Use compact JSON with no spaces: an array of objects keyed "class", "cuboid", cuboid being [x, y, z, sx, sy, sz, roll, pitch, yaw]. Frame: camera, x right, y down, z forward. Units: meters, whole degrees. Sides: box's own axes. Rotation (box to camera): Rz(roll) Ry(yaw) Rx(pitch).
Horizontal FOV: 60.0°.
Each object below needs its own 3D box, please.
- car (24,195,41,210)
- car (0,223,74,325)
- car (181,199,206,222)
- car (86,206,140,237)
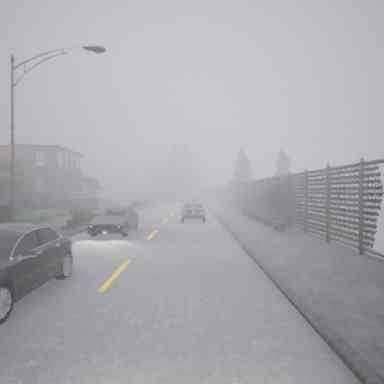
[{"class":"car","cuboid":[-17.280,1.054,33.386,3.633,1.501,1.845,0,0,0]},{"class":"car","cuboid":[-4.094,1.489,7.100,1.837,1.490,4.892,0,0,0]},{"class":"car","cuboid":[0.096,1.486,25.663,2.033,1.411,5.357,0,0,0]},{"class":"car","cuboid":[-4.060,1.504,18.125,2.033,1.411,5.357,0,0,0]}]
